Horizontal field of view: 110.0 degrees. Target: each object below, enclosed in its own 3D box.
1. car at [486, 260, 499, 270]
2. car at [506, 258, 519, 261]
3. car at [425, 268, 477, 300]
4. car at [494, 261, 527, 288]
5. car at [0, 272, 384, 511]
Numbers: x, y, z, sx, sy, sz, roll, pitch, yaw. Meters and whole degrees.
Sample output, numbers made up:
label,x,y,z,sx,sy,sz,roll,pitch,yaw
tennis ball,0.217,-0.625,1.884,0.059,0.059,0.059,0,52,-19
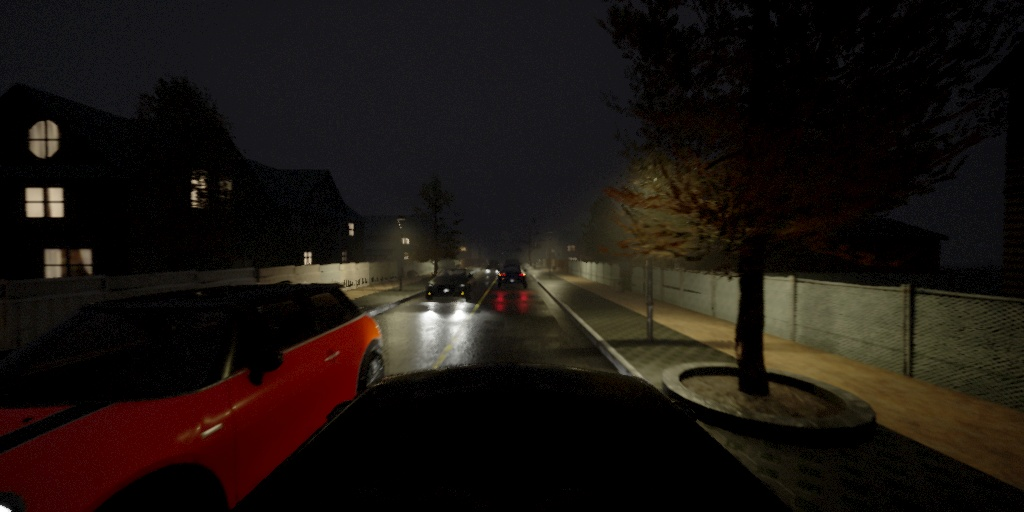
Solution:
label,x,y,z,sx,sy,sz,roll,pitch,yaw
car,-2.648,1.282,53.025,1.837,1.490,4.892,0,-1,1
car,0.075,1.078,38.121,2.097,1.767,4.553,0,0,1
car,-2.823,1.286,17.335,1.994,1.385,4.181,0,0,0
car,0.013,1.243,23.202,1.812,1.442,4.674,0,0,0
car,-2.847,1.098,3.150,2.097,1.767,4.553,0,0,0
